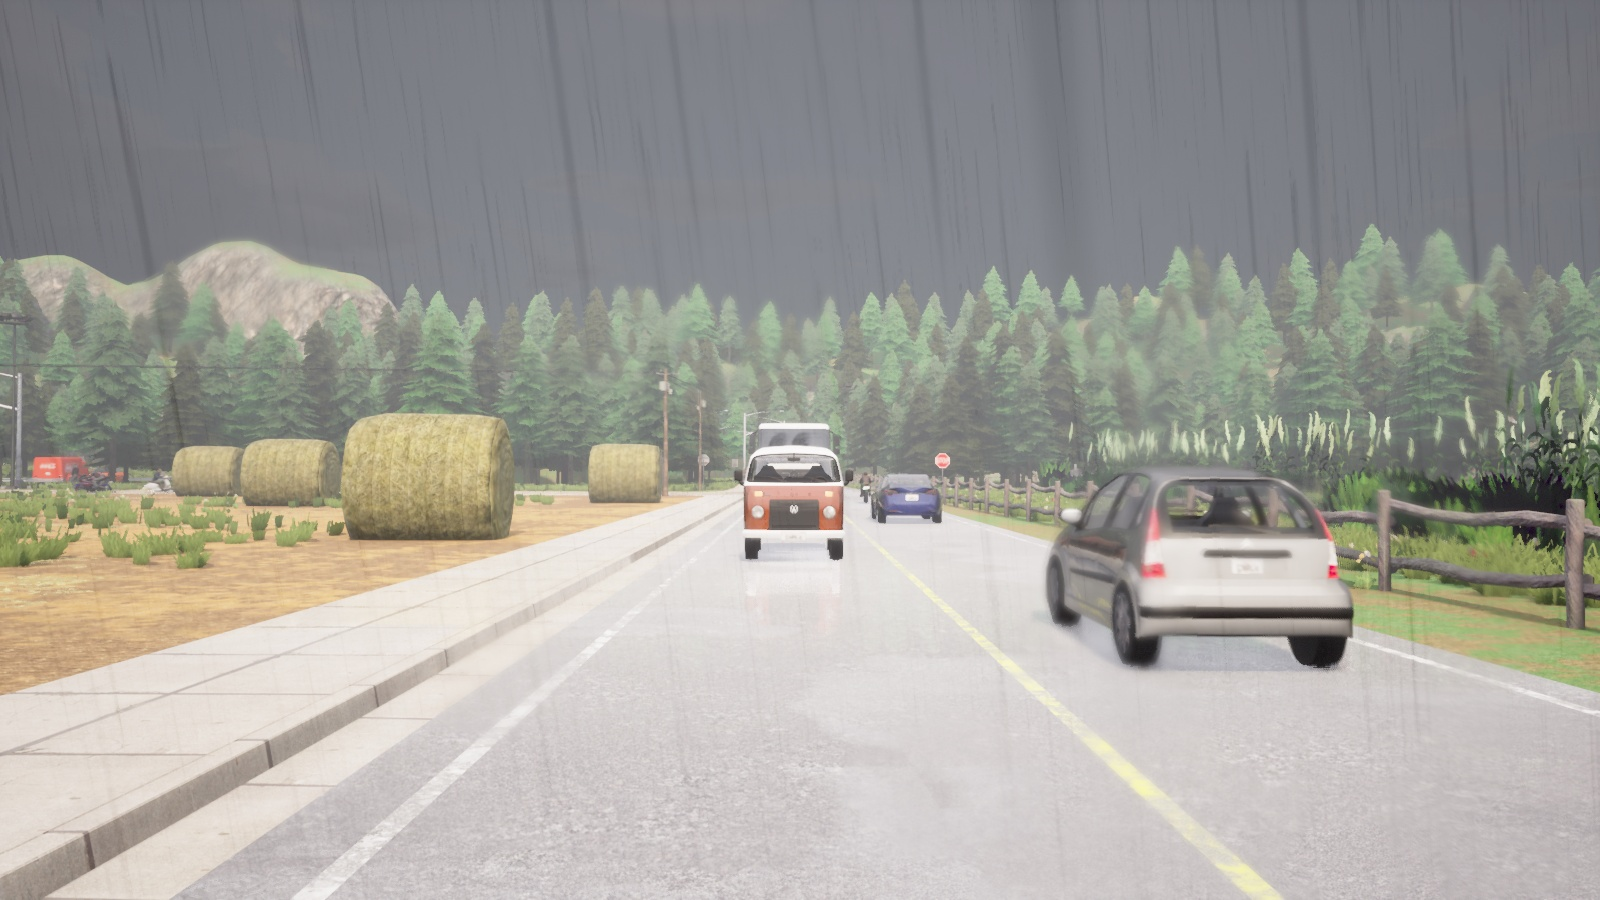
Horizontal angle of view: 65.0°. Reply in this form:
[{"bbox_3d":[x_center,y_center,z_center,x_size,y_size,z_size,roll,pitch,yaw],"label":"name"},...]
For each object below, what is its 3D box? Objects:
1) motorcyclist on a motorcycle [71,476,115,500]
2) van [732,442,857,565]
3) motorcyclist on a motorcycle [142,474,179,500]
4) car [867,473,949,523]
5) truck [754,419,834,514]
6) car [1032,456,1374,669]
[{"bbox_3d":[-44.230,2.378,78.594,2.191,1.530,0.866,0,-1,-3],"label":"motorcyclist on a motorcycle"},{"bbox_3d":[-0.108,0.925,23.099,2.069,2.038,4.480,0,-1,0],"label":"van"},{"bbox_3d":[-38.398,2.220,75.401,1.817,1.590,0.866,0,-1,-3],"label":"motorcyclist on a motorcycle"},{"bbox_3d":[3.319,1.464,39.571,2.163,1.488,4.792,0,-1,0],"label":"car"},{"bbox_3d":[-0.229,0.664,49.556,2.891,3.462,7.936,0,-1,0],"label":"truck"},{"bbox_3d":[3.444,0.893,11.589,1.851,1.617,3.988,0,-1,0],"label":"car"}]
